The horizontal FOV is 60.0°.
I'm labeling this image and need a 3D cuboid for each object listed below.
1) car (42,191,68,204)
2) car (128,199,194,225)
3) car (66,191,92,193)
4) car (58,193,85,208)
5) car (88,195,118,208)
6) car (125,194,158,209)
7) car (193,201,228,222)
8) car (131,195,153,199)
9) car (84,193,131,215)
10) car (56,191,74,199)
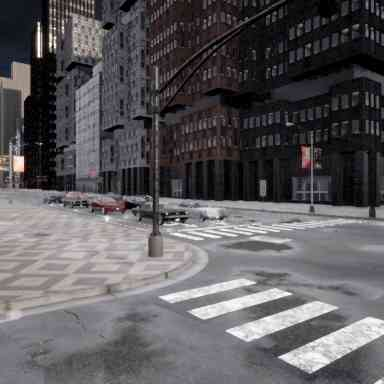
[{"bbox_3d":[-19.351,0.875,46.078,2.033,1.411,5.357,0,1,-35],"label":"car"},{"bbox_3d":[-2.167,1.356,22.126,1.895,1.301,4.718,0,1,-36],"label":"car"},{"bbox_3d":[-16.506,0.681,47.683,2.097,1.767,4.553,0,1,-36],"label":"car"},{"bbox_3d":[-13.128,1.088,37.369,1.895,1.301,4.718,0,1,-36],"label":"car"},{"bbox_3d":[-10.547,1.083,39.344,1.895,1.301,4.718,0,1,-36],"label":"car"},{"bbox_3d":[-5.939,1.048,38.841,1.812,1.442,4.674,0,1,-36],"label":"car"},{"bbox_3d":[0.429,1.351,24.082,1.895,1.301,4.718,0,1,-36],"label":"car"},{"bbox_3d":[-5.056,1.095,31.707,1.882,1.535,5.008,0,1,-36],"label":"car"},{"bbox_3d":[-7.650,1.100,29.746,1.882,1.535,5.008,0,1,-36],"label":"car"},{"bbox_3d":[-25.005,0.572,65.333,2.033,1.411,5.357,0,1,-36],"label":"car"}]
